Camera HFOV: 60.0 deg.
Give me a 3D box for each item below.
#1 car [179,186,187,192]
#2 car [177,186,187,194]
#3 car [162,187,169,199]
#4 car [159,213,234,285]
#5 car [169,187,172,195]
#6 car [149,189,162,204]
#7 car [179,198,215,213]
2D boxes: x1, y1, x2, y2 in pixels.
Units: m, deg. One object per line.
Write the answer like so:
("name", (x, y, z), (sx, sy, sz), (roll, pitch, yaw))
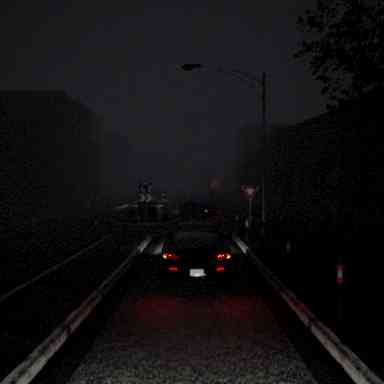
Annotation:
("car", (-2.306, -0.830, 85.845), (1.882, 1.535, 5.008), (0, 2, 0))
("car", (-2.280, -0.309, 73.045), (1.895, 1.301, 4.718), (0, 2, 0))
("car", (-5.340, 0.246, 54.165), (2.097, 1.767, 4.553), (0, 2, 0))
("car", (0.109, 1.588, 9.566), (1.812, 1.442, 4.674), (0, 0, 0))
("car", (-5.278, -0.250, 68.901), (2.128, 1.511, 4.902), (0, 2, 0))
("car", (-5.353, 0.780, 43.361), (1.812, 1.442, 4.674), (0, 4, -1))
("car", (0.325, 1.223, 27.618), (1.882, 1.535, 5.008), (0, 1, -18))
